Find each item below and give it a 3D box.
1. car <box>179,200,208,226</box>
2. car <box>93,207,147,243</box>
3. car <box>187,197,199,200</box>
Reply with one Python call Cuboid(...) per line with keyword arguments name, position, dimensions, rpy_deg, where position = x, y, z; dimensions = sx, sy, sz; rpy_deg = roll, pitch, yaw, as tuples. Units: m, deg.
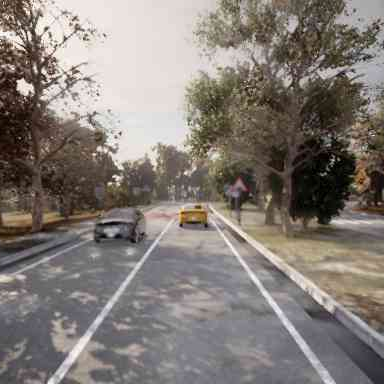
Cuboid(name="car", position=(0.096, 1.544, 23.712), dimensions=(1.882, 1.535, 5.008), rpy_deg=(0, 0, 0))
Cuboid(name="car", position=(-3.354, 1.523, 16.221), dimensions=(2.128, 1.511, 4.902), rpy_deg=(0, 0, 0))
Cuboid(name="car", position=(0.110, 1.445, 40.777), dimensions=(2.097, 1.767, 4.553), rpy_deg=(0, 0, 0))
